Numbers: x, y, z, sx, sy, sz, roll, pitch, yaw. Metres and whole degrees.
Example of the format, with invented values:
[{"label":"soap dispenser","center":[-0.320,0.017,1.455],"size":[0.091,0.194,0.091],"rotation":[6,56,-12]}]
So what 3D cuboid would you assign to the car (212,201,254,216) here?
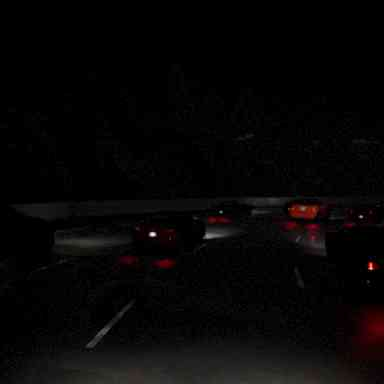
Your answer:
[{"label":"car","center":[3.891,1.451,30.748],"size":[1.895,1.301,4.718],"rotation":[1,0,37]}]

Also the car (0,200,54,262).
[{"label":"car","center":[-6.017,1.142,8.805],"size":[2.150,2.045,5.566],"rotation":[0,0,10]}]

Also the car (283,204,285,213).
[{"label":"car","center":[10.673,1.400,32.787],"size":[1.812,1.442,4.674],"rotation":[0,0,44]}]

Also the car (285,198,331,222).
[{"label":"car","center":[9.262,1.258,25.789],"size":[2.097,1.767,4.553],"rotation":[1,1,36]}]

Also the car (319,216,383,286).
[{"label":"car","center":[4.884,1.576,9.013],"size":[1.895,1.301,4.718],"rotation":[0,0,13]}]

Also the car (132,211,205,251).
[{"label":"car","center":[-0.815,1.483,13.857],"size":[1.994,1.385,4.181],"rotation":[0,0,17]}]

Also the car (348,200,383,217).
[{"label":"car","center":[13.948,1.528,26.244],"size":[1.895,1.301,4.718],"rotation":[1,0,41]}]
